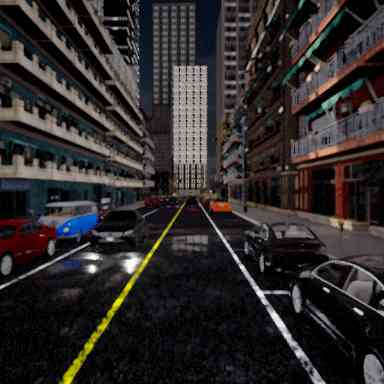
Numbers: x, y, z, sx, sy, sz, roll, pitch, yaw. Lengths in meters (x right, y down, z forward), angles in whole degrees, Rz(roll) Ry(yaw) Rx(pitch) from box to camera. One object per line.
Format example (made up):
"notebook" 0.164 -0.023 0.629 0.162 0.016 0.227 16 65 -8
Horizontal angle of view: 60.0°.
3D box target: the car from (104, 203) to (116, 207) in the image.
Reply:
"car" -5.698 1.452 21.244 1.967 1.590 4.097 -1 0 0

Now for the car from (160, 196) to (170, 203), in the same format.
"car" -5.691 1.636 70.955 1.802 1.307 4.206 -1 0 0

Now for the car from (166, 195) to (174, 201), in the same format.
"car" -5.690 1.616 87.526 1.887 1.381 4.507 -1 0 0

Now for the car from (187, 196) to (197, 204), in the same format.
"car" 0.005 1.532 66.494 1.882 1.535 5.008 0 0 0

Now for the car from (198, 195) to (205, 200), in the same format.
"car" 2.691 1.602 93.204 1.752 1.417 4.829 -1 0 0

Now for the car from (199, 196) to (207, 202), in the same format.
"car" 2.690 1.609 81.988 1.887 1.381 4.507 -1 0 0

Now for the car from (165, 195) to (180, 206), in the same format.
"car" -3.059 1.544 56.111 1.837 1.490 4.892 0 0 0

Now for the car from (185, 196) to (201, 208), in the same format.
"car" 0.009 1.540 49.927 1.837 1.490 4.892 0 0 0

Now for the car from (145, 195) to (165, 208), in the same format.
"car" -5.696 1.348 48.861 2.192 1.841 5.009 -1 0 0

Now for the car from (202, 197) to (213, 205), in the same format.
"car" 2.688 1.568 60.064 1.752 1.417 4.829 -1 0 0

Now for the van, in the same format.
"van" -5.699 1.350 15.721 1.690 1.788 3.998 -1 0 0

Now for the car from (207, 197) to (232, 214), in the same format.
"car" 3.004 1.373 35.574 2.097 1.767 4.553 0 0 0

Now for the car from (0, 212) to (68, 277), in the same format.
"car" -5.698 1.550 10.198 1.887 1.381 4.507 -1 0 0

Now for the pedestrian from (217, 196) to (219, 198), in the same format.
"pedestrian" 3.003 1.318 38.372 0.375 1.860 0.375 -1 0 0

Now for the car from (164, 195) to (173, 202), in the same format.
"car" -5.692 1.505 82.002 1.967 1.590 4.097 -1 0 0

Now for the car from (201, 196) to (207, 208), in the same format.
"car" 2.687 1.578 48.847 1.887 1.381 4.507 -1 0 0

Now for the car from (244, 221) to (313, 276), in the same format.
"car" 2.683 1.556 10.183 2.008 1.369 4.403 -1 0 0

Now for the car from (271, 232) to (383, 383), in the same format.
"car" 2.683 1.553 4.660 2.008 1.369 4.403 -1 0 0

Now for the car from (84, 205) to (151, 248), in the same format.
"car" -3.100 1.534 14.926 1.812 1.442 4.674 0 0 0
